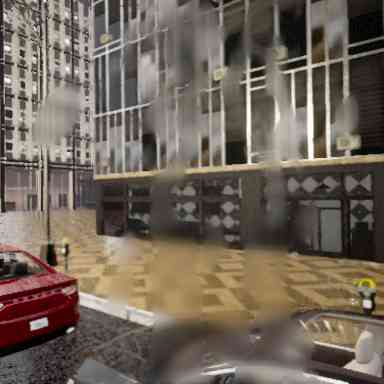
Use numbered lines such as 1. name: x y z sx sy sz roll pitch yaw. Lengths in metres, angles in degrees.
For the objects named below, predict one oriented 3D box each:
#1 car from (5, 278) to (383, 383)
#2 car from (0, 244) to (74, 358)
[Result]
1. car: 0.893 1.550 2.214 4.403 1.369 2.008 0 -1 35
2. car: -3.752 1.532 5.514 4.507 1.381 1.887 0 -1 35
